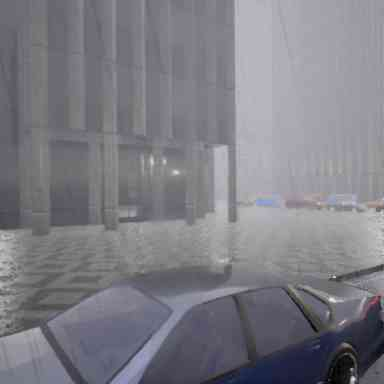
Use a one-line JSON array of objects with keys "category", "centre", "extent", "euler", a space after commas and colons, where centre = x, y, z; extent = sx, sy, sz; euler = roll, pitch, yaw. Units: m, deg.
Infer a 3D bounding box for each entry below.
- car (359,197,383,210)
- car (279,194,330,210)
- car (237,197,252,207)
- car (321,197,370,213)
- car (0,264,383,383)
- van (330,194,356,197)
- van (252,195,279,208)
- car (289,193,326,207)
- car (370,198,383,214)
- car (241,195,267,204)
[{"category": "car", "centre": [23.988, 1.436, 42.008], "extent": [1.752, 1.417, 4.829], "euler": [-1, 1, -36]}, {"category": "car", "centre": [13.929, 1.331, 41.395], "extent": [2.192, 1.841, 5.009], "euler": [-1, 1, -36]}, {"category": "car", "centre": [7.486, 1.411, 50.373], "extent": [1.967, 1.590, 4.097], "euler": [-1, 1, -36]}, {"category": "car", "centre": [17.153, 1.589, 36.909], "extent": [2.008, 1.369, 4.403], "euler": [-1, 1, -36]}, {"category": "car", "centre": [-0.059, 1.548, 3.334], "extent": [5.357, 1.411, 2.033], "euler": [0, 0, -35]}, {"category": "van", "centre": [20.866, 1.230, 46.357], "extent": [1.690, 1.788, 3.998], "euler": [-1, 1, -36]}, {"category": "van", "centre": [10.707, 1.334, 45.884], "extent": [1.690, 1.788, 3.998], "euler": [-1, 1, -36]}, {"category": "car", "centre": [17.646, 1.181, 50.846], "extent": [2.192, 1.841, 5.009], "euler": [-1, 1, -36]}, {"category": "car", "centre": [20.375, 1.607, 32.420], "extent": [1.887, 1.381, 4.507], "euler": [-1, 1, -36]}, {"category": "car", "centre": [11.108, 1.347, 59.965], "extent": [1.752, 1.417, 4.829], "euler": [-1, 1, -36]}]
